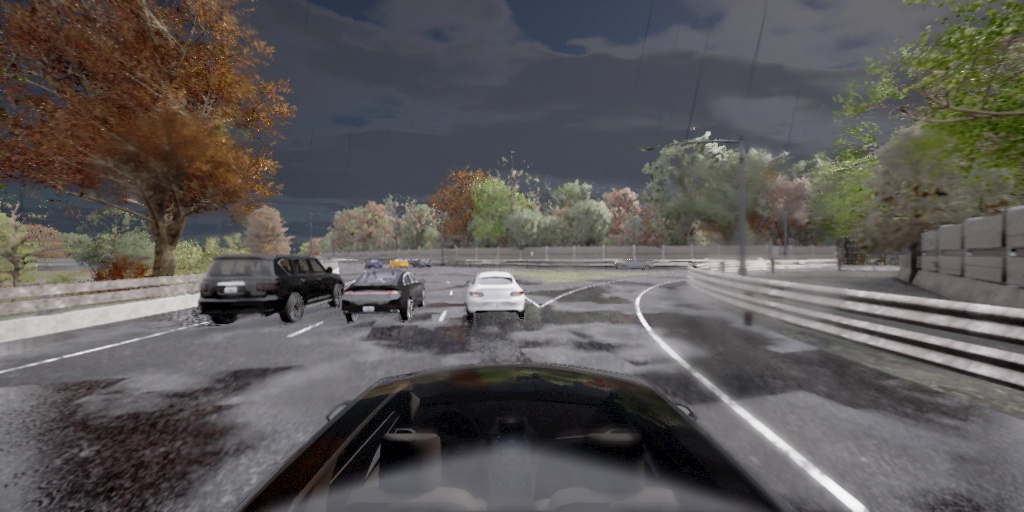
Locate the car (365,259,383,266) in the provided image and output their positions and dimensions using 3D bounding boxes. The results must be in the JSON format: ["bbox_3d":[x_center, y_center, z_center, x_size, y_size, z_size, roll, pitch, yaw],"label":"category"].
[{"bbox_3d":[-20.087,1.178,52.174,1.812,1.442,4.674,0,0,-31],"label":"car"}]

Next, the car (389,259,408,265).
[{"bbox_3d":[-17.021,1.112,53.862,1.882,1.535,5.008,0,0,-31],"label":"car"}]

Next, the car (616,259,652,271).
[{"bbox_3d":[14.876,1.113,43.976,4.181,1.385,1.994,0,0,5],"label":"car"}]

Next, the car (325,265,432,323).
[{"bbox_3d":[-4.134,1.221,12.183,2.128,1.511,4.902,0,0,-5],"label":"car"}]

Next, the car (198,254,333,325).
[{"bbox_3d":[-7.572,0.965,12.003,2.150,2.045,5.566,0,0,-6],"label":"car"}]

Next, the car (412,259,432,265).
[{"bbox_3d":[-13.954,1.165,55.550,2.033,1.411,5.357,0,0,-31],"label":"car"}]

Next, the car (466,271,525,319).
[{"bbox_3d":[-0.635,1.241,12.558,1.812,1.442,4.674,0,0,-5],"label":"car"}]
